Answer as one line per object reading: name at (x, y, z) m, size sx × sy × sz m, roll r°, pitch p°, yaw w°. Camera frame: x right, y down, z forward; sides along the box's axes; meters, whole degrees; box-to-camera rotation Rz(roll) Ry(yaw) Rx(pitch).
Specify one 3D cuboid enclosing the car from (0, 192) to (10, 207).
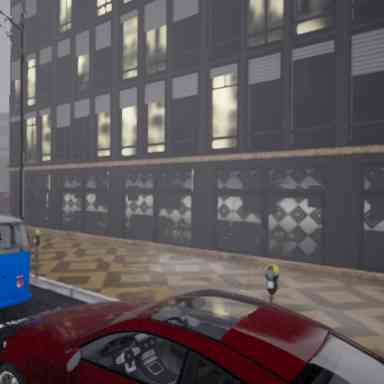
car at (-14.570, 0.915, 28.273) m, size 2.192 × 1.841 × 5.009 m, roll 1°, pitch 0°, yaw 35°

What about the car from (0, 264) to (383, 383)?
car at (-0.042, 1.557, 2.866) m, size 4.206 × 1.307 × 1.802 m, roll 1°, pitch 0°, yaw 35°

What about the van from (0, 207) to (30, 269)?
van at (-4.671, 1.228, 6.165) m, size 3.998 × 1.788 × 1.690 m, roll 1°, pitch 0°, yaw 35°
